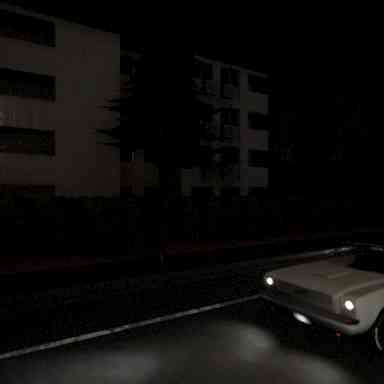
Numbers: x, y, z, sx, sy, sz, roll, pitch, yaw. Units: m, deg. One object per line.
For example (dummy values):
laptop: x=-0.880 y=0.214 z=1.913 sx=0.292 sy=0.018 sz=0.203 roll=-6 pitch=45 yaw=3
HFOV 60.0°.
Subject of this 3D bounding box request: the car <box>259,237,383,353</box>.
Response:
car: x=3.517 y=1.599 z=6.224 sx=4.718 sy=1.301 sz=1.895 roll=0 pitch=0 yaw=-33
